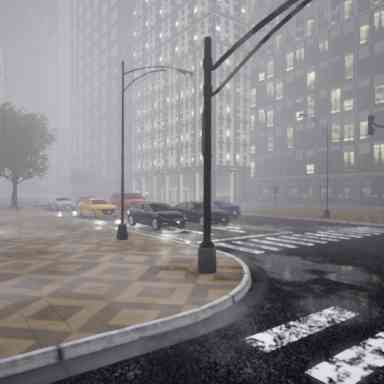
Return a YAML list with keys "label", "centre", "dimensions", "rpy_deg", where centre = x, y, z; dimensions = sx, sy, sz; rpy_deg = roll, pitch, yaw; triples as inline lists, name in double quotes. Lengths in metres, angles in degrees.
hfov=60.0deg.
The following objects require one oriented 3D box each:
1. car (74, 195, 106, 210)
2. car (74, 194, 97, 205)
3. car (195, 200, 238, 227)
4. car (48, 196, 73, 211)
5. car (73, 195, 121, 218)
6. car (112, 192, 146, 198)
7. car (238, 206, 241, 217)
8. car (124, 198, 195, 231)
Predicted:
- label: "car"
  centre: [-11.700, 1.174, 38.008]
  dimensions: [1.882, 1.535, 5.008]
  rpy_deg: [0, 0, -37]
- label: "car"
  centre: [-15.745, 1.135, 49.192]
  dimensions: [1.812, 1.442, 4.674]
  rpy_deg: [0, 1, -37]
- label: "car"
  centre: [0.400, 1.341, 21.748]
  dimensions: [1.882, 1.535, 5.008]
  rpy_deg: [0, 0, -37]
- label: "car"
  centre: [-13.954, 1.213, 35.589]
  dimensions: [1.812, 1.442, 4.674]
  rpy_deg: [0, 0, -37]
- label: "car"
  centre: [-7.830, 1.252, 27.355]
  dimensions: [1.882, 1.535, 5.008]
  rpy_deg: [0, 0, -37]
- label: "car"
  centre: [-5.536, 1.005, 29.710]
  dimensions: [2.150, 2.045, 5.566]
  rpy_deg: [0, 0, -37]
- label: "car"
  centre: [1.601, 1.335, 25.914]
  dimensions: [1.882, 1.535, 5.008]
  rpy_deg: [0, 0, -37]
- label: "car"
  centre: [-2.174, 1.355, 19.762]
  dimensions: [1.837, 1.490, 4.892]
  rpy_deg: [0, 0, -37]
